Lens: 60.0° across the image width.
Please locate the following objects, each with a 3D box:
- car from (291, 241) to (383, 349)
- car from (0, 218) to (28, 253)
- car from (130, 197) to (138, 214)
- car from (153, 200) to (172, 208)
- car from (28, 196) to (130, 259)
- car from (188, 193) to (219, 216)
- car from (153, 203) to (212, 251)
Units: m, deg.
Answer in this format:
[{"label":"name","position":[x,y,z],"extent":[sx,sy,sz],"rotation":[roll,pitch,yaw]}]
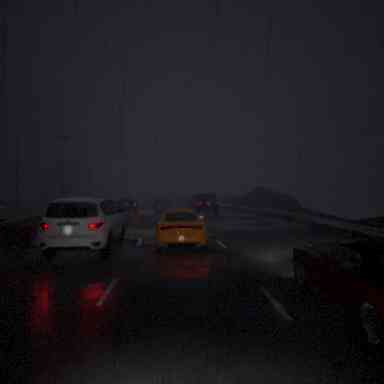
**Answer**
[{"label":"car","position":[3.416,1.560,6.151],"extent":[1.895,1.301,4.718],"rotation":[0,0,-2]},{"label":"car","position":[-7.374,1.599,12.116],"extent":[1.895,1.301,4.718],"rotation":[0,0,-4]},{"label":"car","position":[-6.530,1.271,33.325],"extent":[2.097,1.767,4.553],"rotation":[0,0,-10]},{"label":"car","position":[-2.704,1.449,32.020],"extent":[2.033,1.411,5.357],"rotation":[0,0,-10]},{"label":"car","position":[-3.907,1.198,12.708],"extent":[2.150,2.045,5.566],"rotation":[0,0,-4]},{"label":"car","position":[1.001,1.106,30.913],"extent":[2.150,2.045,5.566],"rotation":[0,0,-9]},{"label":"car","position":[-0.514,1.431,13.980],"extent":[1.882,1.535,5.008],"rotation":[0,0,-4]}]
